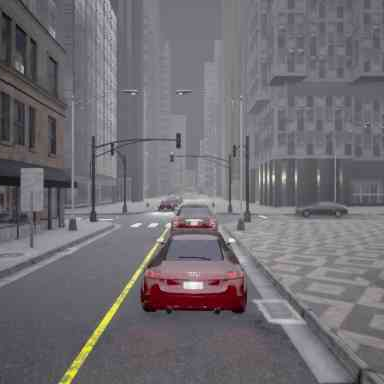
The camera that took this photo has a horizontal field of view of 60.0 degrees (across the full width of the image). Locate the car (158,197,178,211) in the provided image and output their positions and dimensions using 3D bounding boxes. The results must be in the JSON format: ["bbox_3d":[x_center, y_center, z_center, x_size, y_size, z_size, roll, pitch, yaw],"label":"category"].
[{"bbox_3d":[-3.099,1.624,41.313,1.895,1.301,4.718,0,0,0],"label":"car"}]

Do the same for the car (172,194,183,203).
[{"bbox_3d":[-3.005,1.415,71.380,2.097,1.767,4.553,0,0,0],"label":"car"}]

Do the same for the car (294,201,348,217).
[{"bbox_3d":[11.740,1.543,30.358,4.674,1.442,1.812,0,0,1],"label":"car"}]

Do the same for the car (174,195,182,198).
[{"bbox_3d":[-3.095,1.581,51.098,2.033,1.411,5.357,0,0,0],"label":"car"}]

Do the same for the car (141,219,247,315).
[{"bbox_3d":[0.083,1.565,7.686,1.994,1.385,4.181,0,0,2],"label":"car"}]

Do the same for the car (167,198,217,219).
[{"bbox_3d":[0.150,1.356,16.307,2.097,1.767,4.553,0,0,2],"label":"car"}]
